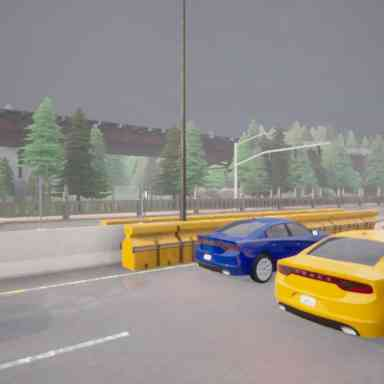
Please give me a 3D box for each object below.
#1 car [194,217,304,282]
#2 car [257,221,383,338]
[{"bbox_3d":[2.400,1.482,9.770,5.008,1.535,1.882,0,0,-36],"label":"car"},{"bbox_3d":[3.762,1.482,6.441,5.008,1.535,1.882,0,0,-35],"label":"car"}]
